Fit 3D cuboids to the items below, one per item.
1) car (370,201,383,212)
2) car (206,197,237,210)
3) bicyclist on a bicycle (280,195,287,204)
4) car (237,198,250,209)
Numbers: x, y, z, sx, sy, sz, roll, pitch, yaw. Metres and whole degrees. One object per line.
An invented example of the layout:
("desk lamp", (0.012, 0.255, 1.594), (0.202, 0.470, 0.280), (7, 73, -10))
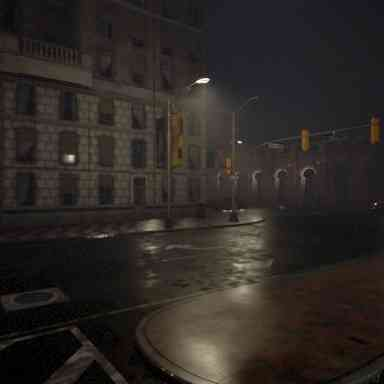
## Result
("car", (22.629, 1.352, 37.487), (4.553, 1.767, 2.097), (0, 0, 19))
("car", (2.929, 1.547, 43.285), (2.033, 1.411, 5.357), (0, 0, -36))
("bicyclist on a bicycle", (15.552, 1.300, 56.504), (1.656, 1.620, 0.582), (0, 0, -36))
("car", (5.729, 1.505, 45.396), (1.837, 1.490, 4.892), (0, 0, -36))
